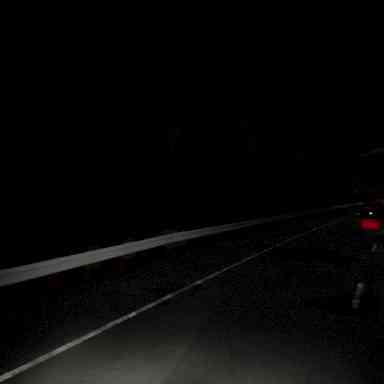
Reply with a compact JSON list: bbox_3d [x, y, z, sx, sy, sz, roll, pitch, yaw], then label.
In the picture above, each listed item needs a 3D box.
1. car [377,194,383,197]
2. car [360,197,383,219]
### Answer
[{"bbox_3d":[22.297,1.221,38.003,2.150,2.045,5.566,0,0,36],"label":"car"},{"bbox_3d":[16.200,1.505,29.493,1.837,1.490,4.892,0,0,35],"label":"car"}]
